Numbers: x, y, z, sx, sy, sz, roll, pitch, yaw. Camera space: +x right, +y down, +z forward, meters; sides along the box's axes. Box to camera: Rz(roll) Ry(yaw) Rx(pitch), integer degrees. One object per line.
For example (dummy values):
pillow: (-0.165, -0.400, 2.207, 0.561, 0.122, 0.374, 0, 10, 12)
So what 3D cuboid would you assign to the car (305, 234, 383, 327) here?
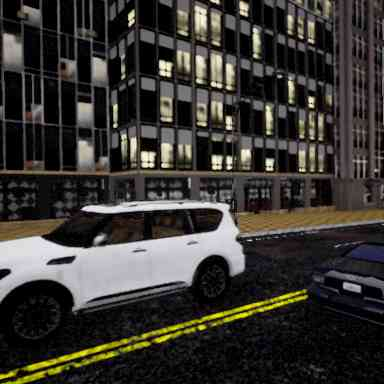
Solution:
car: (4.560, 1.549, 6.696, 5.357, 1.411, 2.033, 0, 0, -35)

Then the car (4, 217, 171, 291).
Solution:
car: (-2.917, 1.564, 9.587, 4.181, 1.385, 1.994, 0, 0, -35)

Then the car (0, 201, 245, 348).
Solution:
car: (-1.421, 1.222, 6.663, 5.566, 2.045, 2.150, 0, 0, -35)
